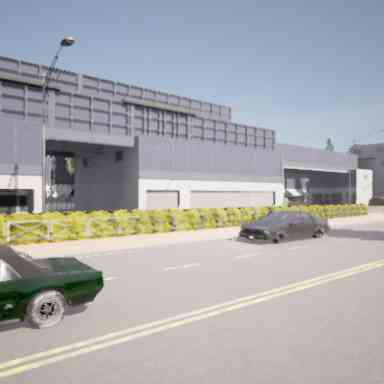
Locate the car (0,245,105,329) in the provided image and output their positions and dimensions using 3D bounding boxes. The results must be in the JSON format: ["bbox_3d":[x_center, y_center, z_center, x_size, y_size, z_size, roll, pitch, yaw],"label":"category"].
[{"bbox_3d":[-4.031,1.639,5.504,4.718,1.301,1.895,0,0,-35],"label":"car"}]

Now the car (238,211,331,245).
[{"bbox_3d":[4.762,1.652,16.516,5.357,1.411,2.033,0,0,-37],"label":"car"}]
